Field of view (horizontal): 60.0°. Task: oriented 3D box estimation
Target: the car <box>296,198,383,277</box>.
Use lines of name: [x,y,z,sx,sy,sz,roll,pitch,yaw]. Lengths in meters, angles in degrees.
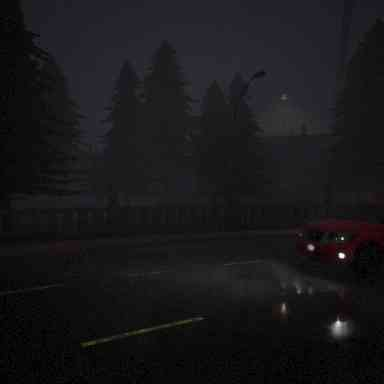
car: [6.015,1.221,10.284,5.566,2.045,2.150,0,0,-18]
